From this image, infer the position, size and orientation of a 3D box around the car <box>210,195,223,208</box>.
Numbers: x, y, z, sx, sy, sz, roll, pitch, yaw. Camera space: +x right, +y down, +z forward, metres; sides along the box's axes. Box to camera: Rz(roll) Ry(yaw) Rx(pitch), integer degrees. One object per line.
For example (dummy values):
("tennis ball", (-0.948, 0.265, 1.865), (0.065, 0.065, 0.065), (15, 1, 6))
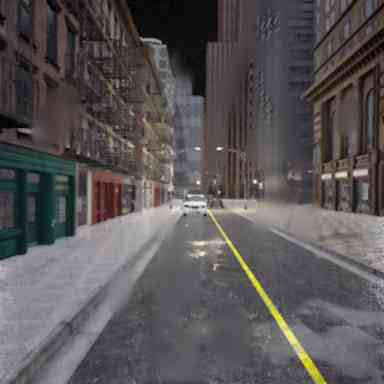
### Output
("car", (3.776, 1.641, 51.572), (1.837, 1.490, 4.892), (0, 0, 1))

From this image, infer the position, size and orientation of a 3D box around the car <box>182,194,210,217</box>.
("car", (0.312, 1.274, 31.873), (2.150, 2.045, 5.566), (0, 0, 1))
